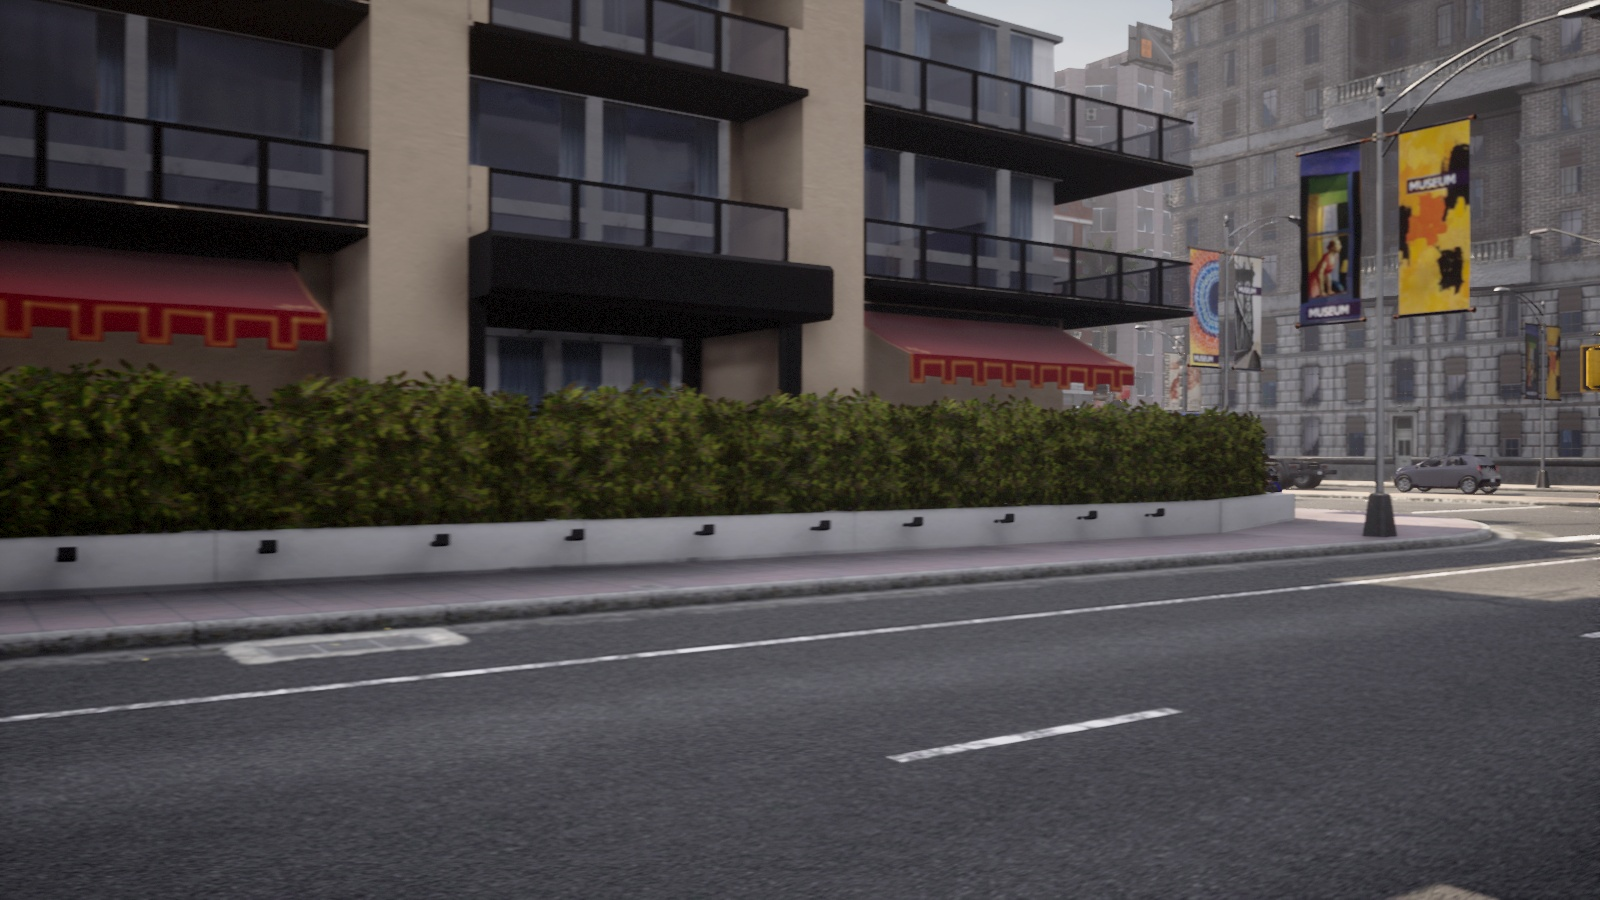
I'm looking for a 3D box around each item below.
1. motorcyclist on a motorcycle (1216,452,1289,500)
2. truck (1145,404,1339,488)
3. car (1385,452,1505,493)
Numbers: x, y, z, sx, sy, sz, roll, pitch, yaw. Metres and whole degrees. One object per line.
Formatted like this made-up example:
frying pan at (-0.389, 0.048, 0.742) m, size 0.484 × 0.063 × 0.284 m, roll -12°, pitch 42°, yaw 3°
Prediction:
motorcyclist on a motorcycle at (15.026, 0.850, 41.719) m, size 0.866 × 1.530 × 2.191 m, roll 0°, pitch 0°, yaw -35°
truck at (19.396, -0.142, 55.658) m, size 2.891 × 3.462 × 7.936 m, roll 0°, pitch 0°, yaw -35°
car at (24.627, 0.824, 48.053) m, size 1.845 × 1.501 × 3.633 m, roll 0°, pitch 0°, yaw -35°
